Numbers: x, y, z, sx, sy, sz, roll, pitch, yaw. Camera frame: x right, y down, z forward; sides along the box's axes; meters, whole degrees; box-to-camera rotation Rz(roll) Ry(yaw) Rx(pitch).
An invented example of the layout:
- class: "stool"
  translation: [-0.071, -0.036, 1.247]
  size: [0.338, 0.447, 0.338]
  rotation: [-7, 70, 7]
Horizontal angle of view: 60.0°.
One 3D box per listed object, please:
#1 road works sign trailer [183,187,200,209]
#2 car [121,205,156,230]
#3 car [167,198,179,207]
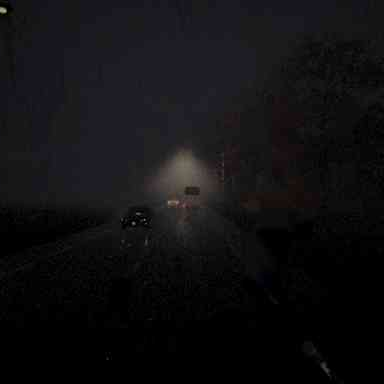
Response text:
- class: "road works sign trailer"
  translation: [0.013, 0.932, 53.759]
  size: [2.380, 3.560, 2.880]
  rotation: [0, 0, 0]
- class: "car"
  translation: [-3.597, 1.707, 22.922]
  size: [1.837, 1.490, 4.892]
  rotation: [0, -1, 0]
- class: "car"
  translation: [-3.516, 1.900, 63.667]
  size: [2.097, 1.767, 4.553]
  rotation: [0, 0, 0]
